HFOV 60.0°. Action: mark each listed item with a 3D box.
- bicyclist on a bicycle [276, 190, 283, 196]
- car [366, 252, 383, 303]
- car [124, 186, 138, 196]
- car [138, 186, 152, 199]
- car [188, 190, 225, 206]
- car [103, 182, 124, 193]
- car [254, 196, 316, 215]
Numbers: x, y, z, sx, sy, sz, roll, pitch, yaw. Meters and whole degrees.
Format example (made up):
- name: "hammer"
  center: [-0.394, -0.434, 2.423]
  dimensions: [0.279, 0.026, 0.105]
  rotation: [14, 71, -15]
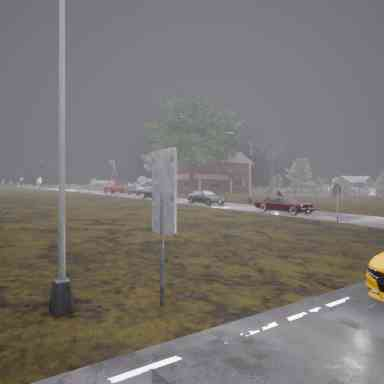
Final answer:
- name: "bicyclist on a bicycle"
  center: [8.843, 0.664, 33.741]
  dimensions: [1.656, 1.620, 0.582]
  rotation: [0, 2, -36]
- name: "car"
  center: [5.717, 1.480, 7.100]
  dimensions: [5.008, 1.535, 1.882]
  rotation: [0, 0, -34]
- name: "car"
  center: [-8.466, -0.188, 52.541]
  dimensions: [1.812, 1.442, 4.674]
  rotation: [0, 2, -35]
- name: "car"
  center: [-4.516, 0.018, 42.084]
  dimensions: [2.097, 1.767, 4.553]
  rotation: [0, 2, -36]
- name: "car"
  center: [1.349, 0.554, 33.915]
  dimensions: [1.812, 1.442, 4.674]
  rotation: [0, 2, -36]
- name: "car"
  center: [-14.168, -0.819, 60.379]
  dimensions: [2.150, 2.045, 5.566]
  rotation: [0, 2, -36]
- name: "car"
  center: [7.152, 0.998, 25.837]
  dimensions: [1.895, 1.301, 4.718]
  rotation: [0, 2, -36]
